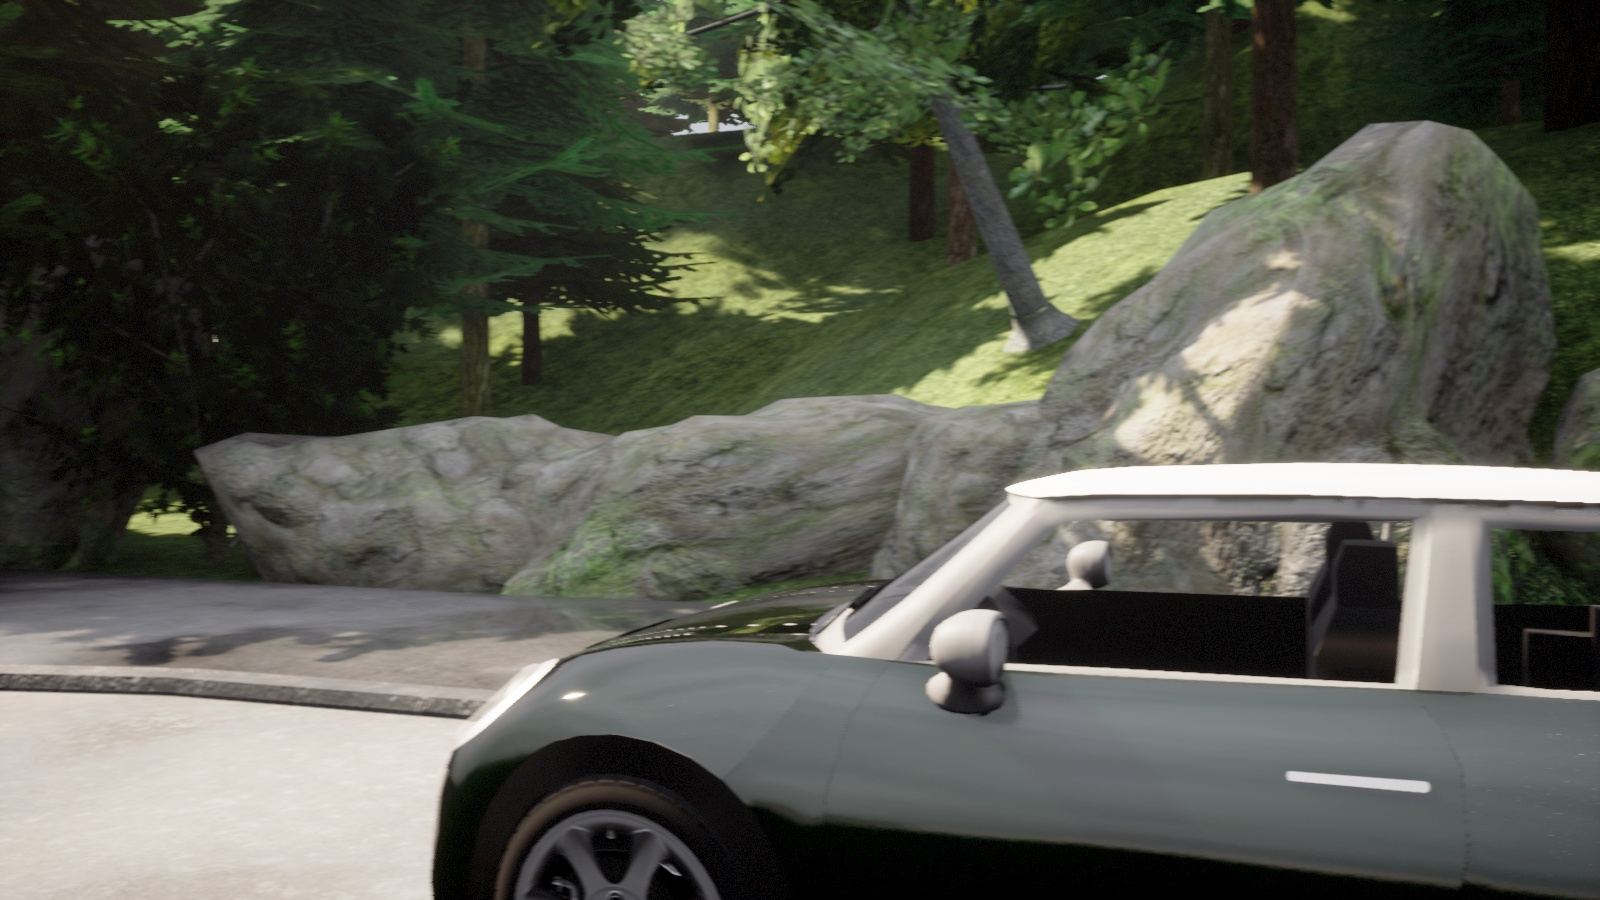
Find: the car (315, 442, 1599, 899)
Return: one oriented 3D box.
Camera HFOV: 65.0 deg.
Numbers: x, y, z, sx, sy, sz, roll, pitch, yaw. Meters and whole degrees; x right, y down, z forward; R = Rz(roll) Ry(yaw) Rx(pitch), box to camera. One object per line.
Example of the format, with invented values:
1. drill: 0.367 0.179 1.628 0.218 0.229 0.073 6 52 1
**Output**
1. car: 0.882 0.737 3.470 3.806 1.475 1.970 1 1 21
